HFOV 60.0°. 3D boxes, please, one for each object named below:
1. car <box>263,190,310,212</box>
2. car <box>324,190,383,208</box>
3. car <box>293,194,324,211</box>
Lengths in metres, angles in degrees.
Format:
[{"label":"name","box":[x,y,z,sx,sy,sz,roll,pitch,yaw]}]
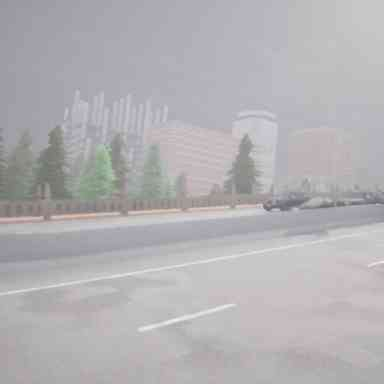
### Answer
[{"label":"car","box":[9.325,0.843,32.148,5.566,2.045,2.150,-2,1,-35]},{"label":"car","box":[13.243,0.847,26.346,5.566,2.045,2.150,-2,1,-35]},{"label":"car","box":[11.384,1.149,29.314,4.674,1.442,1.812,-1,1,-35]}]
